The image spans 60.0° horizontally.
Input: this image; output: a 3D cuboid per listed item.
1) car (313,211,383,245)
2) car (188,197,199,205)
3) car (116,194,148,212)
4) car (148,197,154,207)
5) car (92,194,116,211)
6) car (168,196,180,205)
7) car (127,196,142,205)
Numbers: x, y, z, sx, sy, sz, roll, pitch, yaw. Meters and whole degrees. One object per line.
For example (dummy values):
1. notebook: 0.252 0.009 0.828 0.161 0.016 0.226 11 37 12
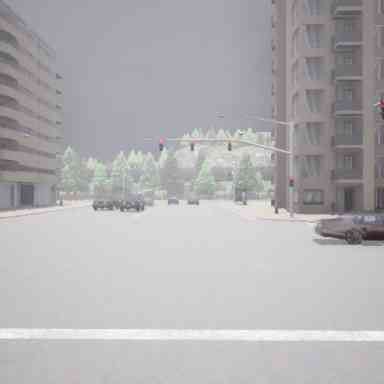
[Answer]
1. car: 8.241 1.545 14.688 5.357 1.411 2.033 0 0 6
2. car: 0.233 1.556 58.360 1.994 1.385 4.181 0 0 0
3. car: -7.005 1.216 39.457 2.150 2.045 5.566 0 0 0
4. car: -6.958 1.520 51.315 1.812 1.442 4.674 0 1 0
5. car: -10.503 1.216 40.894 2.150 2.045 5.566 0 0 0
6. car: -3.363 1.518 60.018 1.812 1.442 4.674 0 0 0
7. car: -10.365 1.523 60.109 1.812 1.442 4.674 0 0 0
